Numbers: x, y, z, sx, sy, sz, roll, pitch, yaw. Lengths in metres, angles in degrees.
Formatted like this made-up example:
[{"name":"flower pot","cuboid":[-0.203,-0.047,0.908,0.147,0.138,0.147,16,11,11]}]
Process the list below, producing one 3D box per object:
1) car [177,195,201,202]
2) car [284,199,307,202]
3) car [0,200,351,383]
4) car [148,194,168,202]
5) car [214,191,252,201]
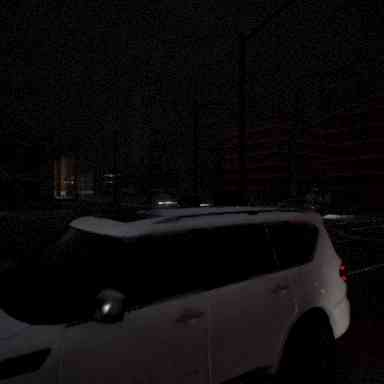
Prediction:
[{"name":"car","cuboid":[-0.379,1.126,48.481,1.994,1.385,4.181,0,1,-34]},{"name":"car","cuboid":[10.446,1.393,32.665,1.812,1.442,4.674,0,1,-34]},{"name":"car","cuboid":[-0.533,1.221,3.615,5.566,2.045,2.150,0,0,-36]},{"name":"car","cuboid":[-5.832,0.956,56.465,1.994,1.385,4.181,0,1,-34]},{"name":"car","cuboid":[4.972,0.950,40.670,2.150,2.045,5.566,0,1,-35]}]
